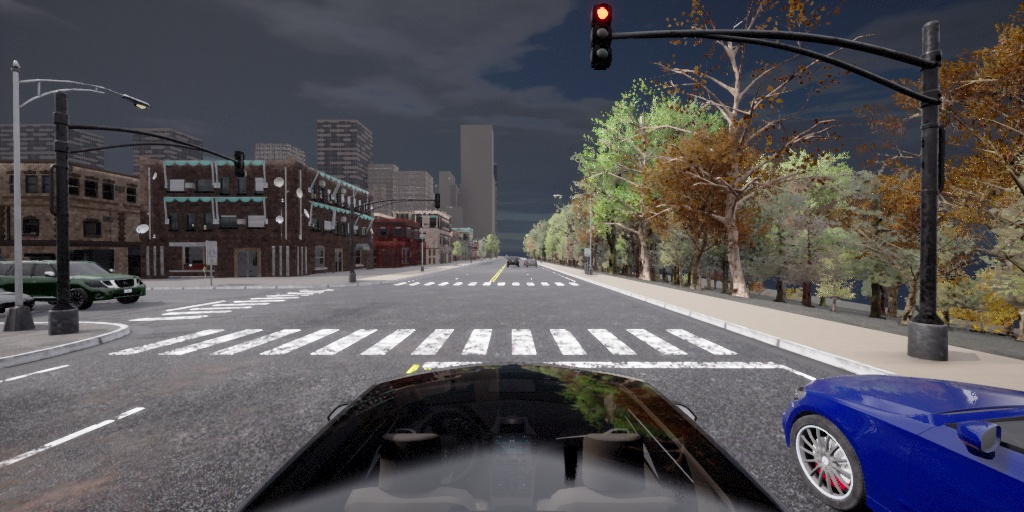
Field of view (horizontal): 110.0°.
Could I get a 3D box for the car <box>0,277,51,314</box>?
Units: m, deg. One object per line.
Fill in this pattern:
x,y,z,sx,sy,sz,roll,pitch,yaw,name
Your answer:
-19.927,1.565,12.764,4.313,1.339,1.948,0,0,0,car

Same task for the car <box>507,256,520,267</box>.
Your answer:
0.214,0.948,63.707,2.150,2.045,5.566,0,0,1,car

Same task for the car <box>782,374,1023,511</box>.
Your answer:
3.346,1.276,1.324,1.812,1.442,4.674,0,0,2,car

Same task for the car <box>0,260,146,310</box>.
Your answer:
-19.312,1.186,15.465,5.566,2.045,2.150,-1,1,0,car

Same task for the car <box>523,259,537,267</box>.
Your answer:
3.466,1.217,63.868,2.128,1.511,4.902,0,0,0,car
